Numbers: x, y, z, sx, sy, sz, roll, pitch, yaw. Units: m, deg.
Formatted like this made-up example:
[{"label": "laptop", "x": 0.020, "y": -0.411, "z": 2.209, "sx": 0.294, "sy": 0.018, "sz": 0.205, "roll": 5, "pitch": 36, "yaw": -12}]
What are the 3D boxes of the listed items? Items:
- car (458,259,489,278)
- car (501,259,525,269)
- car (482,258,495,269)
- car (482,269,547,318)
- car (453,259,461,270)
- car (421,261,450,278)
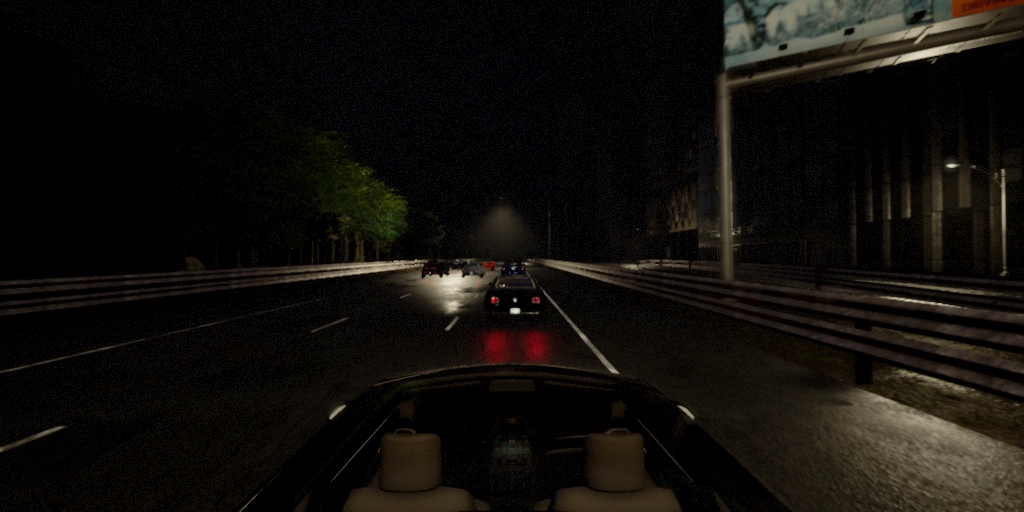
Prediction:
[{"label": "car", "x": -3.487, "y": 1.226, "z": 33.181, "sx": 1.812, "sy": 1.442, "sz": 4.674, "roll": 0, "pitch": 0, "yaw": 1}, {"label": "car", "x": 0.099, "y": 1.054, "z": 31.441, "sx": 2.097, "sy": 1.767, "sz": 4.553, "roll": 0, "pitch": 0, "yaw": 0}, {"label": "car", "x": -3.434, "y": 1.040, "z": 49.681, "sx": 2.097, "sy": 1.767, "sz": 4.553, "roll": 0, "pitch": 0, "yaw": 0}, {"label": "car", "x": 0.105, "y": 1.332, "z": 12.827, "sx": 1.895, "sy": 1.301, "sz": 4.718, "roll": 0, "pitch": 0, "yaw": 0}, {"label": "car", "x": -6.934, "y": 1.179, "z": 49.553, "sx": 2.128, "sy": 1.511, "sz": 4.902, "roll": 0, "pitch": 0, "yaw": 0}, {"label": "car", "x": -6.988, "y": 1.206, "z": 33.063, "sx": 1.837, "sy": 1.490, "sz": 4.892, "roll": 0, "pitch": 0, "yaw": 0}]
